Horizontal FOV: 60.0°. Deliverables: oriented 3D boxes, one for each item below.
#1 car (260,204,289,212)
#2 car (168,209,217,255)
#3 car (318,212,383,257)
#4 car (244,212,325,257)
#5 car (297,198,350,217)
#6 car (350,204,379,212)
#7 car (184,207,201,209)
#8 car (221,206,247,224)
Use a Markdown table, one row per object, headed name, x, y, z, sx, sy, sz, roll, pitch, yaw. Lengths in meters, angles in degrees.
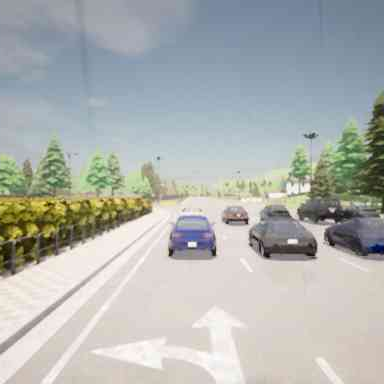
| name | x | y | z | sx | sy | sz | roll | pitch | yaw |
| --- | --- | --- | --- | --- | --- | --- | --- | --- | --- |
| car | 7.033 | 1.815 | 28.507 | 1.837 | 1.490 | 4.892 | 0 | 0 | 1 |
| car | 0.033 | 1.676 | 13.884 | 1.812 | 1.442 | 4.674 | 0 | 0 | 1 |
| car | 7.034 | 1.712 | 13.581 | 1.994 | 1.385 | 4.181 | 0 | -1 | 0 |
| car | 3.530 | 1.712 | 13.583 | 1.994 | 1.385 | 4.181 | 0 | -1 | 1 |
| car | 10.521 | 1.523 | 27.575 | 2.150 | 2.045 | 5.566 | 0 | 0 | 0 |
| car | 14.033 | 1.801 | 28.488 | 2.128 | 1.511 | 4.902 | 0 | 0 | 1 |
| car | 0.029 | 1.906 | 28.233 | 1.895 | 1.301 | 4.718 | 0 | -1 | 0 |
| car | 3.520 | 1.845 | 27.499 | 2.033 | 1.411 | 5.357 | 0 | -1 | 0 |
